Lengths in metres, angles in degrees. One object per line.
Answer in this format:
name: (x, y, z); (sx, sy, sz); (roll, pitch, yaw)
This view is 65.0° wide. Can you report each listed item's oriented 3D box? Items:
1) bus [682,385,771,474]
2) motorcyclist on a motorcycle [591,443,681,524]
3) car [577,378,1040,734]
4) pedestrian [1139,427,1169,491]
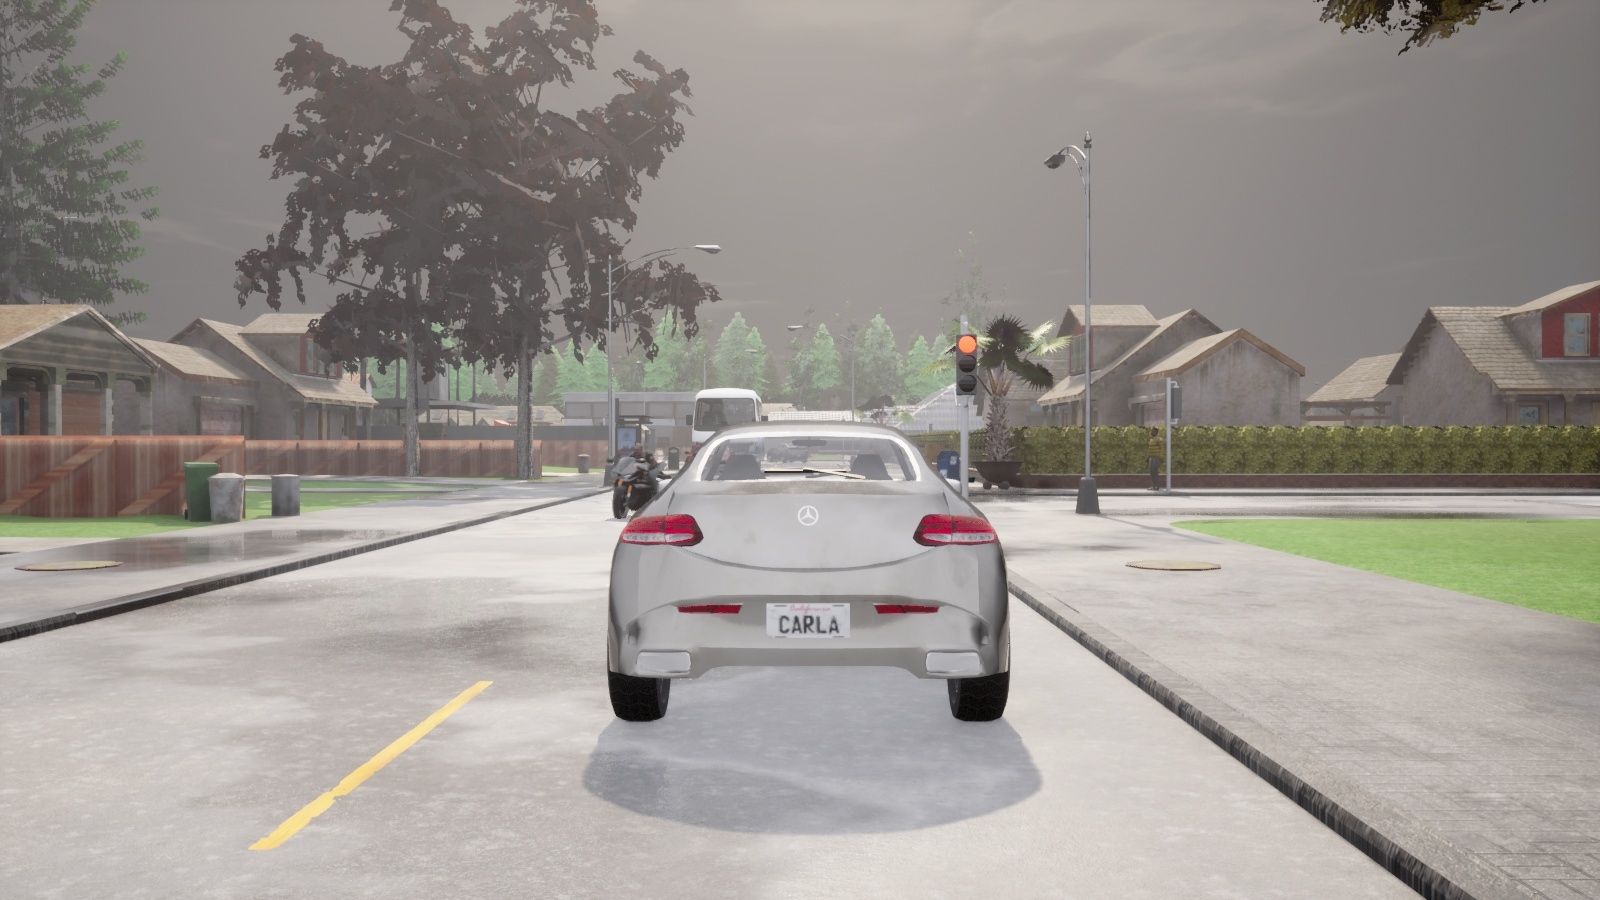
bus: (-3.622, -1.001, 65.183); (3.944, 4.253, 10.273); (0, 0, 0)
motorcyclist on a motorcycle: (-3.269, 0.636, 25.245); (0.866, 1.530, 2.191); (1, 1, 20)
car: (0.062, 0.478, 8.355); (2.152, 1.651, 5.027); (0, 0, 1)
pedestrian: (10.225, 0.260, 36.252); (0.709, 1.840, 0.431); (0, 0, -14)
